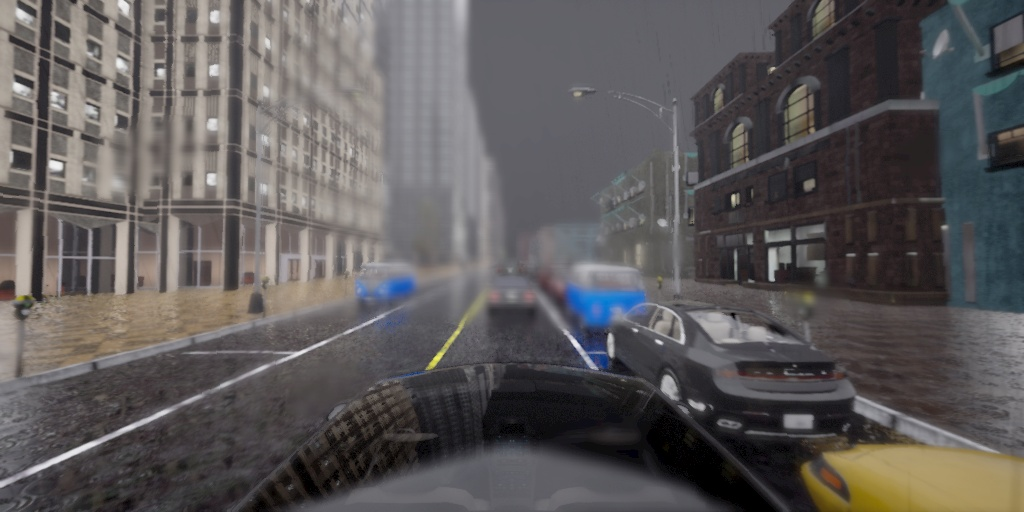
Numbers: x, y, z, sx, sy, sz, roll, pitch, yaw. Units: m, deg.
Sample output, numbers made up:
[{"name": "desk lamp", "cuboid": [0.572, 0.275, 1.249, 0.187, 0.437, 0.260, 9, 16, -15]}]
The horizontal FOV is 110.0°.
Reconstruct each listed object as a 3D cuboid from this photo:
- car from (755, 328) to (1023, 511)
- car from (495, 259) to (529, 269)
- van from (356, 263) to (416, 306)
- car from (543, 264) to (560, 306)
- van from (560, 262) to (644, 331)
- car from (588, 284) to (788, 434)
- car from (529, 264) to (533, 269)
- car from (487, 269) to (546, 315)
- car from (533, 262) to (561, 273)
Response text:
[{"name": "car", "cuboid": [2.692, 1.258, 0.239, 1.751, 1.417, 4.829, 0, 0, 0]}, {"name": "car", "cuboid": [0.012, 1.270, 29.451, 2.150, 2.045, 5.566, 0, 0, 0]}, {"name": "van", "cuboid": [-5.689, 1.250, 16.499, 1.690, 1.789, 3.998, 0, 0, 0]}, {"name": "car", "cuboid": [2.692, 1.349, 16.502, 1.967, 1.591, 4.097, 0, 0, 0]}, {"name": "van", "cuboid": [2.692, 1.191, 11.025, 1.690, 1.789, 3.998, 0, 0, 0]}, {"name": "car", "cuboid": [2.692, 1.342, 5.547, 2.007, 1.370, 4.403, 0, 0, 0]}, {"name": "car", "cuboid": [2.694, 1.647, 32.934, 1.948, 1.339, 4.313, 0, 0, 0]}, {"name": "car", "cuboid": [0.011, 1.434, 14.384, 2.033, 1.411, 5.357, 0, -1, 0]}, {"name": "car", "cuboid": [2.693, 1.282, 21.980, 2.192, 1.841, 5.009, 0, 0, 0]}]
